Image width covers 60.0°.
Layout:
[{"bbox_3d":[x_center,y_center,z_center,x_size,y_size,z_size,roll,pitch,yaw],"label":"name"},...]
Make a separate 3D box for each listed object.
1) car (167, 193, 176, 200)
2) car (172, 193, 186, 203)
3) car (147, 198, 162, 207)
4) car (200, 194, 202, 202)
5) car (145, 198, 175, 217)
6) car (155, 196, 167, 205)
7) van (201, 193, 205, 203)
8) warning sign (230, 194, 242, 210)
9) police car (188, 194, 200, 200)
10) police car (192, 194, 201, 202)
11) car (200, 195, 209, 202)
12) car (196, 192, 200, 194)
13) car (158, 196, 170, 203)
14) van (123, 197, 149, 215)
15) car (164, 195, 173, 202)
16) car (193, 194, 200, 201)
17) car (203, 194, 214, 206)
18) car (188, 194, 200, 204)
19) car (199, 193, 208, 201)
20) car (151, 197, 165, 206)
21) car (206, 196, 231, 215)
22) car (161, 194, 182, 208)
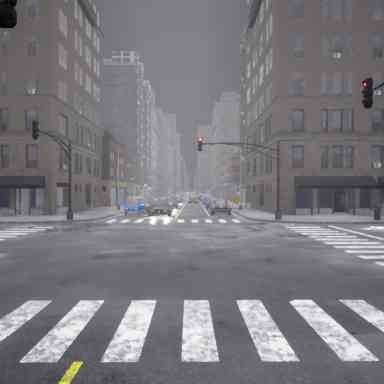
[{"bbox_3d":[-5.533,1.306,90.136,2.192,1.841,5.009,0,0,0],"label":"car"},{"bbox_3d":[-2.769,1.493,66.972,2.128,1.511,4.902,0,0,0],"label":"car"},{"bbox_3d":[-5.678,1.585,50.459,1.802,1.307,4.206,0,0,0],"label":"car"},{"bbox_3d":[2.890,1.527,61.940,1.752,1.417,4.829,0,0,0],"label":"car"},{"bbox_3d":[-2.943,1.566,31.019,1.994,1.385,4.181,0,0,-1],"label":"car"},{"bbox_3d":[-5.637,1.527,61.625,1.752,1.417,4.829,0,0,0],"label":"car"},{"bbox_3d":[2.868,1.344,56.101,1.690,1.788,3.998,0,0,0],"label":"van"},{"bbox_3d":[5.209,1.118,39.410,1.300,1.860,1.060,0,0,0],"label":"warning sign"},{"bbox_3d":[0.618,1.414,95.445,1.930,1.638,5.238,0,0,-16],"label":"police car"},{"bbox_3d":[1.083,1.421,79.521,1.930,1.638,5.238,0,0,-1],"label":"police car"},{"bbox_3d":[2.952,1.436,78.779,1.967,1.590,4.097,0,0,0],"label":"car"},{"bbox_3d":[0.263,1.291,72.998,1.882,1.535,5.008,0,0,0],"label":"car"},{"bbox_3d":[-5.615,1.566,67.463,1.947,1.339,4.313,0,0,0],"label":"car"},{"bbox_3d":[-5.740,1.343,33.454,1.690,1.788,3.998,0,0,0],"label":"van"},{"bbox_3d":[-5.575,1.522,78.630,1.752,1.417,4.829,0,0,0],"label":"car"},{"bbox_3d":[1.110,1.448,89.616,1.801,1.575,5.366,0,0,0],"label":"car"},{"bbox_3d":[2.827,1.443,44.763,1.967,1.590,4.097,0,0,0],"label":"car"},{"bbox_3d":[0.227,1.602,63.024,1.895,1.301,4.718,0,0,0],"label":"car"},{"bbox_3d":[2.972,1.309,84.448,2.192,1.841,5.009,0,0,0],"label":"car"},{"bbox_3d":[-5.657,1.568,56.127,1.947,1.339,4.313,0,0,0],"label":"car"},{"bbox_3d":[2.786,1.442,33.425,1.967,1.590,4.097,0,0,0],"label":"car"},{"bbox_3d":[-2.930,1.493,46.588,2.128,1.511,4.902,0,0,0],"label":"car"}]
